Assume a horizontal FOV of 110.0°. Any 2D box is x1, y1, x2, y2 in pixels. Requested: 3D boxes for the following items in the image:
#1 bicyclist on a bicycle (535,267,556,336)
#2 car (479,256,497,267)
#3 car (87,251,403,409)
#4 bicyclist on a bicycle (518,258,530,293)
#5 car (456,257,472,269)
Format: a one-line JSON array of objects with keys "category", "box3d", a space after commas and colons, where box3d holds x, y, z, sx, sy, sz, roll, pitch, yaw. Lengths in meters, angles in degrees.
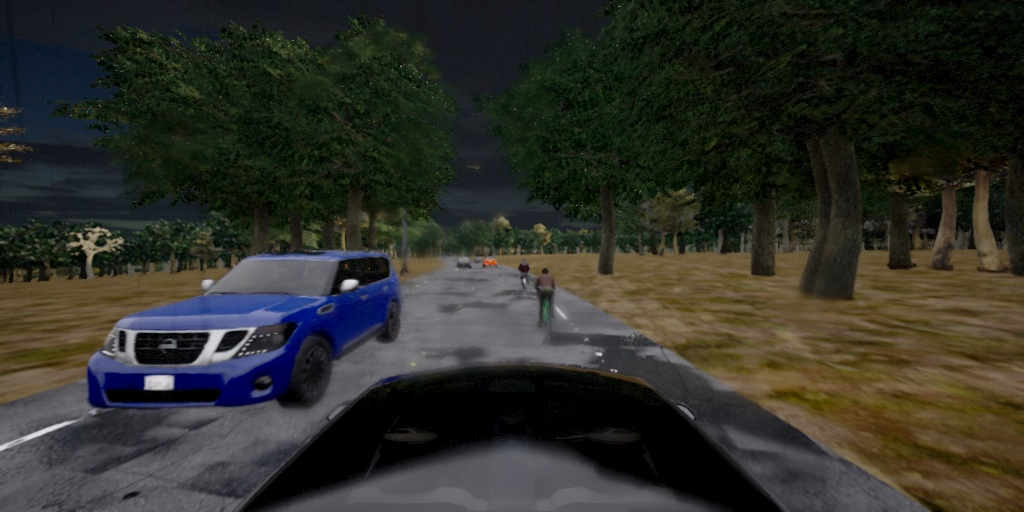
[{"category": "bicyclist on a bicycle", "box3d": [0.865, 1.119, 9.119, 0.582, 1.620, 1.656, 0, 0, -1]}, {"category": "car", "box3d": [-3.436, 0.728, 54.269, 2.097, 1.767, 4.553, 0, 0, -7]}, {"category": "car", "box3d": [-3.657, 0.918, 6.440, 2.150, 2.045, 5.566, 0, 1, -1]}, {"category": "bicyclist on a bicycle", "box3d": [0.601, 0.955, 17.943, 0.659, 1.776, 1.843, 0, 1, -2]}, {"category": "car", "box3d": [-6.289, 0.883, 47.465, 1.882, 1.535, 5.008, 0, 0, -6]}]
